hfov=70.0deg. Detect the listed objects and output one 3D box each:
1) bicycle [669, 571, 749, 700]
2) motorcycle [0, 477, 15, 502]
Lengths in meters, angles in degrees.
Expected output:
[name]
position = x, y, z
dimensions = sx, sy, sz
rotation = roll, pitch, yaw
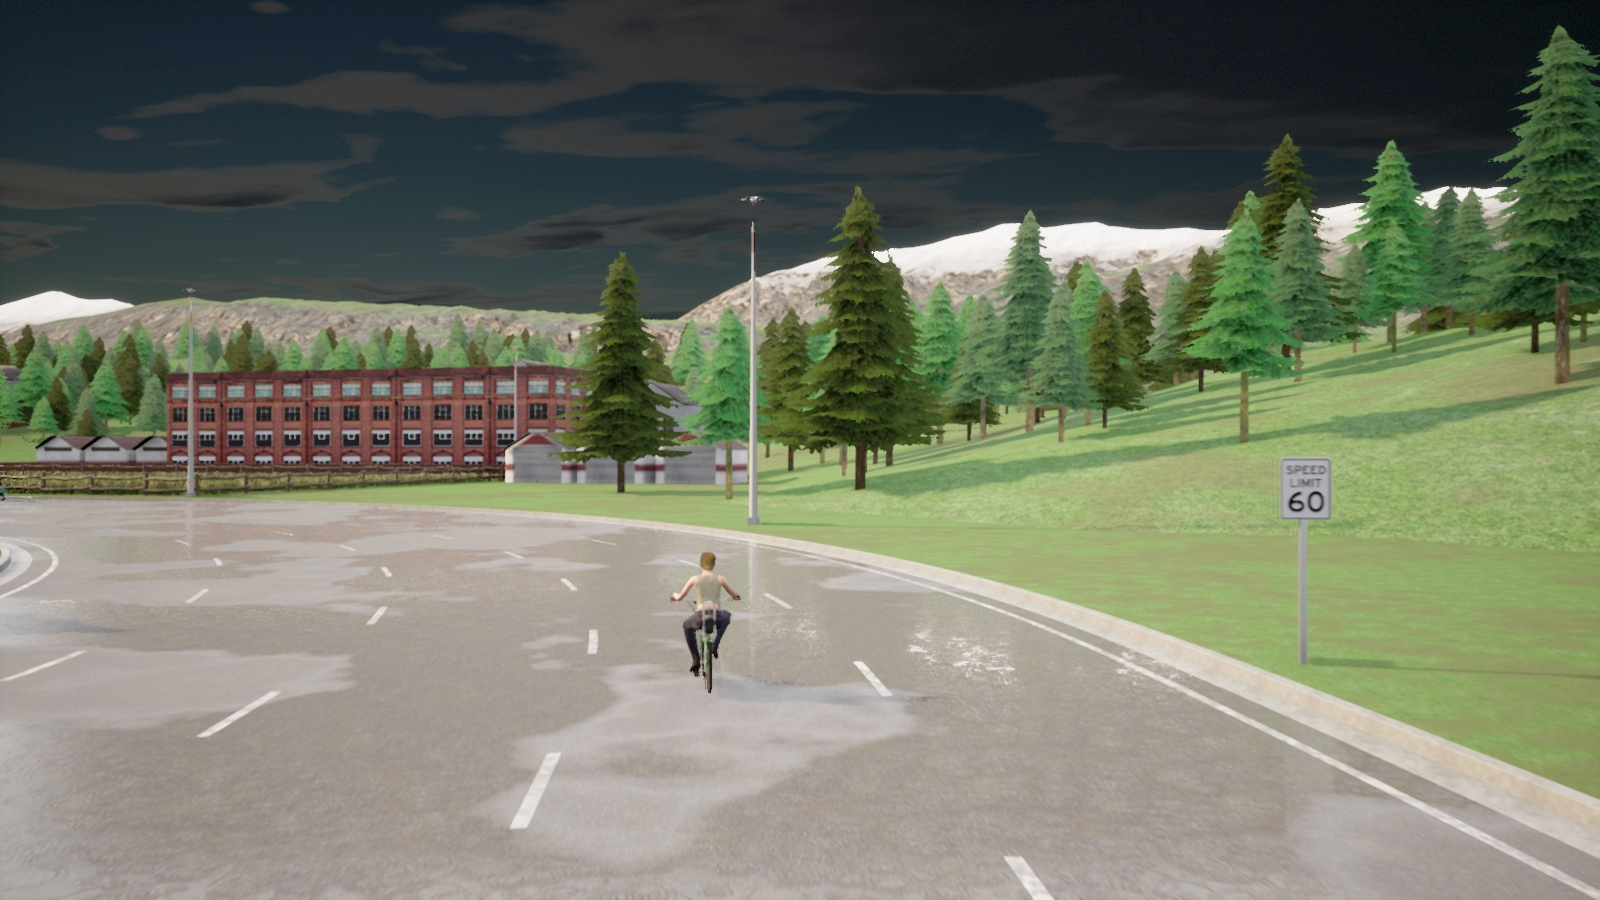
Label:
[bicycle]
position = -1.107, 2.157, 13.558
dimensions = 0.859, 1.276, 1.487
rotation = 0, 0, -8
[motorcycle]
position = -43.459, 2.142, 61.644
dimensions = 1.805, 1.316, 0.856
rotation = 0, 0, 16
